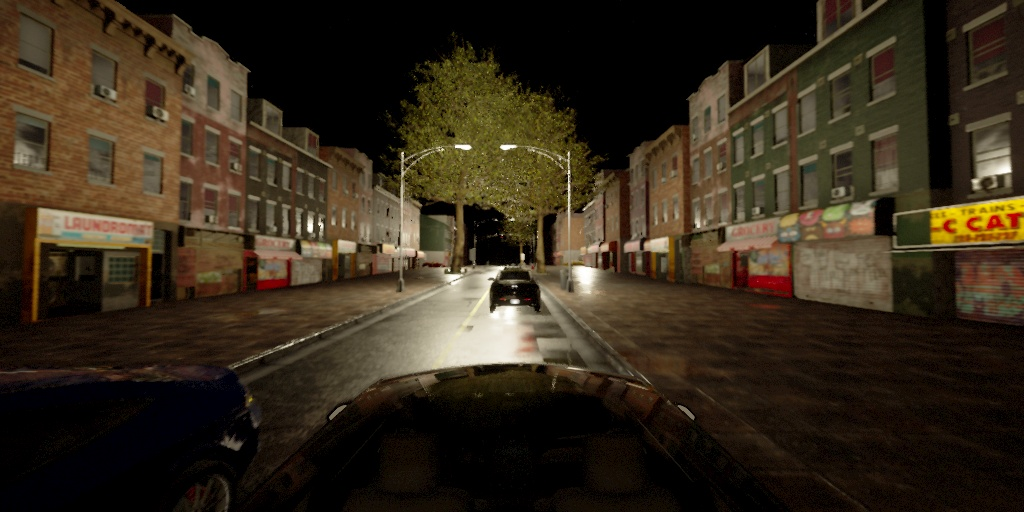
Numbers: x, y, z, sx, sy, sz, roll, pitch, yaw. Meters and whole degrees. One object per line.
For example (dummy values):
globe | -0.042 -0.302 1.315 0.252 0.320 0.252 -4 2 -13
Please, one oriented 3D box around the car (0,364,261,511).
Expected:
car | -2.845 1.275 0.936 1.812 1.442 4.674 0 0 0

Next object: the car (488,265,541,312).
car | 0.099 1.267 14.324 1.837 1.490 4.892 0 0 0
